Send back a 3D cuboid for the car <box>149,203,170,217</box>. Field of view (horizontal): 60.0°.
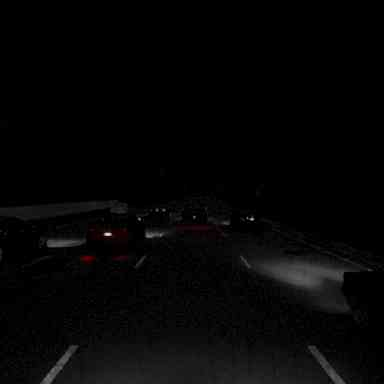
[{"bbox_3d":[-3.294,1.792,34.083,2.033,1.411,5.357,0,0,0],"label":"car"}]

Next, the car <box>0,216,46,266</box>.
[{"bbox_3d":[-6.861,1.588,11.671,1.837,1.490,4.892,0,0,0],"label":"car"}]

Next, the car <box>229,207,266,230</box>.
[{"bbox_3d":[3.668,1.712,22.681,2.033,1.411,5.357,0,0,0],"label":"car"}]

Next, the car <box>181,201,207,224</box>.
[{"bbox_3d":[0.179,1.669,26.534,1.882,1.535,5.008,0,0,0],"label":"car"}]

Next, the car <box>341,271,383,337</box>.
[{"bbox_3d":[3.622,1.630,3.910,1.895,1.301,4.718,0,0,0],"label":"car"}]

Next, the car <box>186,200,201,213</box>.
[{"bbox_3d":[0.250,1.830,42.683,1.812,1.442,4.674,0,0,1],"label":"car"}]

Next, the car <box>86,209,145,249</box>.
[{"bbox_3d":[-3.348,1.673,15.243,1.994,1.385,4.181,0,0,0],"label":"car"}]

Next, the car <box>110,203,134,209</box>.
[{"bbox_3d":[-6.800,1.759,32.607,1.812,1.442,4.674,0,0,0],"label":"car"}]
